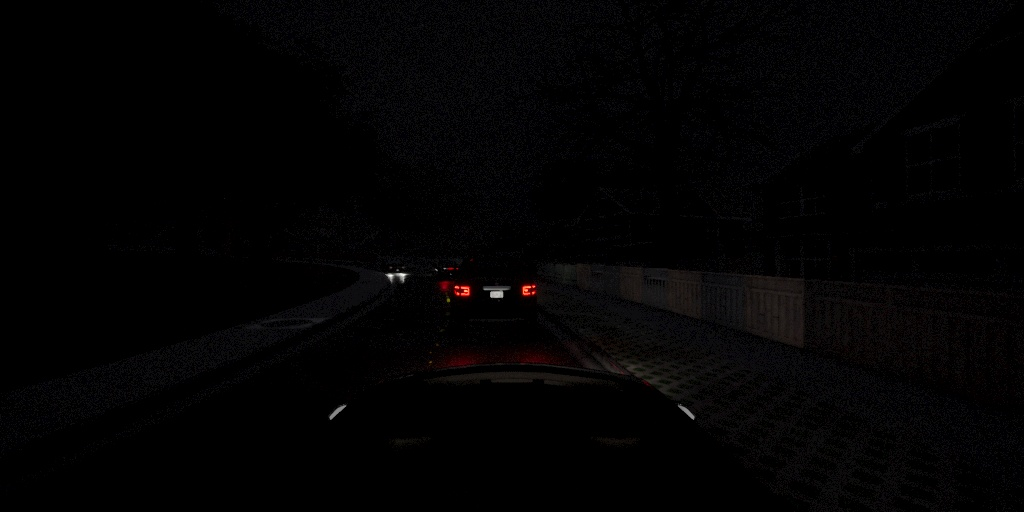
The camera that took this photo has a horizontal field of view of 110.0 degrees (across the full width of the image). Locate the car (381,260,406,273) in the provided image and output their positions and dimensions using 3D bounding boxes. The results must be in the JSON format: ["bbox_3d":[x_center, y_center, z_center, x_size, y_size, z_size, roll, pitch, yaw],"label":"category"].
[{"bbox_3d":[-13.232,1.113,39.682,2.033,1.411,5.357,0,0,-30],"label":"car"}]

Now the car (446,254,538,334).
[{"bbox_3d":[-0.658,0.972,10.867,2.150,2.045,5.566,0,0,-7],"label":"car"}]

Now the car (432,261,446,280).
[{"bbox_3d":[-5.498,1.170,29.957,2.128,1.511,4.902,0,0,-20],"label":"car"}]
